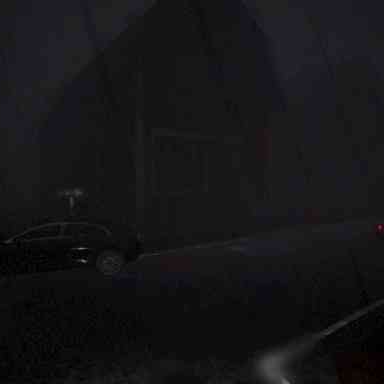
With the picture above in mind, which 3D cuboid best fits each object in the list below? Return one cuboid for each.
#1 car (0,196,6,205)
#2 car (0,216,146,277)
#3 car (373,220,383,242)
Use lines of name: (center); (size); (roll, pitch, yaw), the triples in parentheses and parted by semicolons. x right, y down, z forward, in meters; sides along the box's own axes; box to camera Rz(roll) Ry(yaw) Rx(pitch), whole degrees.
car: (-31.000, 1.301, 53.069); (1.994, 1.381, 4.181); (-1, 1, -37)
car: (-3.729, 1.450, 8.999); (4.902, 1.511, 2.128); (-1, 1, -17)
car: (9.295, 1.330, 13.432); (4.718, 1.301, 1.895); (-1, 1, -38)
